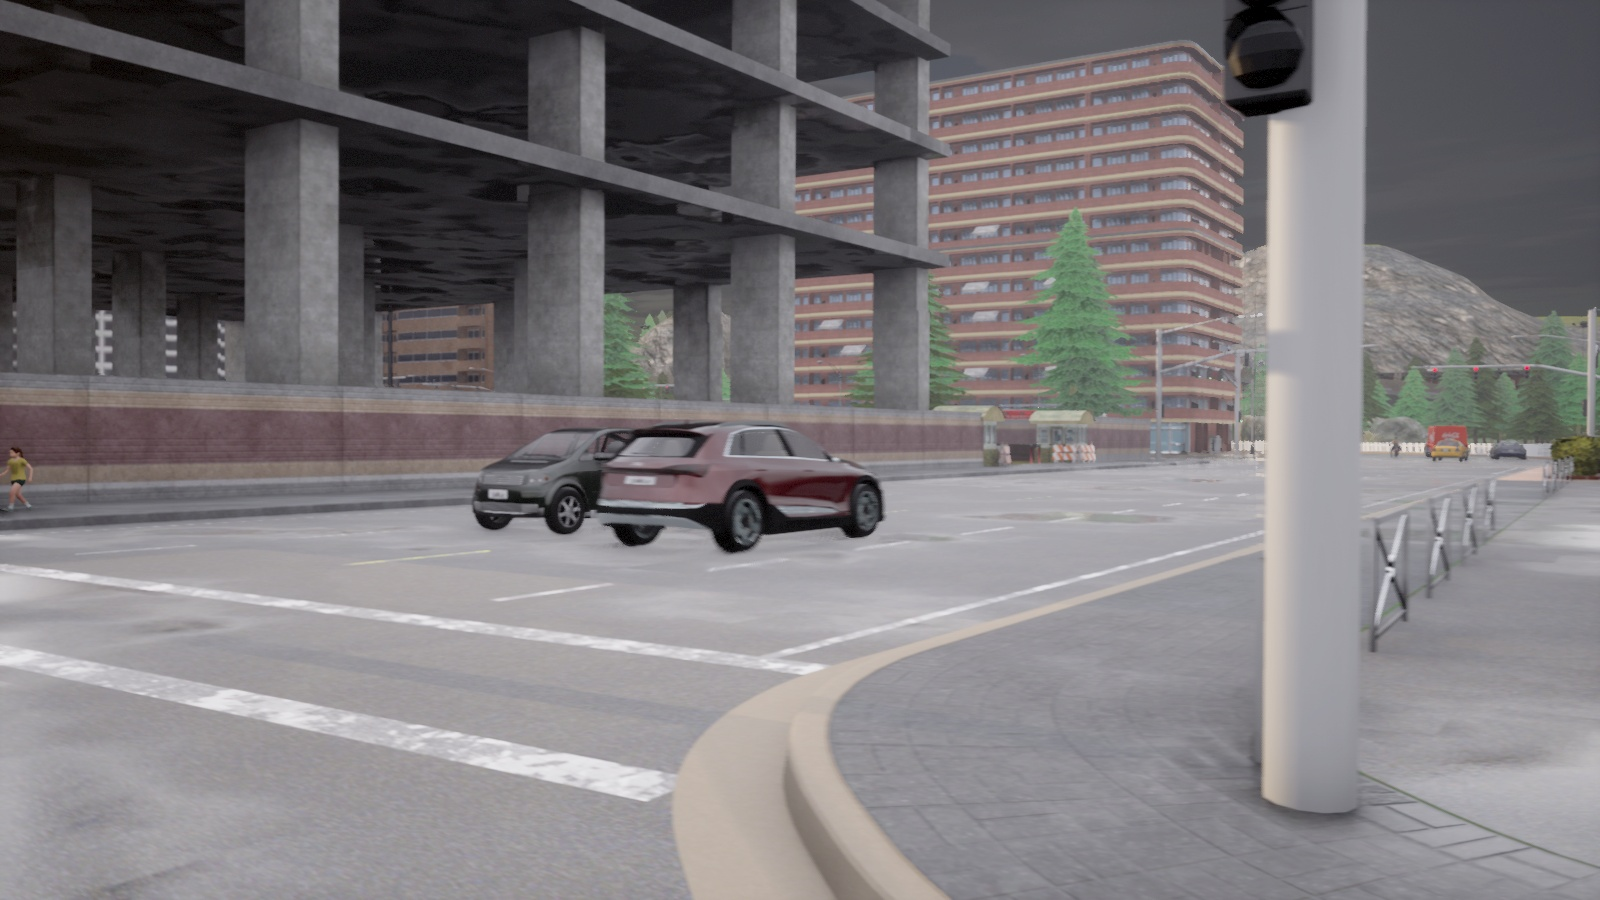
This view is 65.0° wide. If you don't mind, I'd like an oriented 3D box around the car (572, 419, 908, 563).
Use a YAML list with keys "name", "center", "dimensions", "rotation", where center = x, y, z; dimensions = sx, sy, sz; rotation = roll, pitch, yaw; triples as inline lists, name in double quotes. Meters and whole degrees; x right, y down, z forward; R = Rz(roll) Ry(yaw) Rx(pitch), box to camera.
- name: "car"
  center: [-0.609, 0.432, 16.937]
  dimensions: [2.033, 1.649, 4.856]
  rotation: [0, 1, 33]

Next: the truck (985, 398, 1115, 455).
- name: "truck"
  center: [17.523, -1.632, 88.263]
  dimensions: [8.468, 3.827, 2.891]
  rotation: [0, 1, 34]

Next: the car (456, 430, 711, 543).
- name: "car"
  center: [-3.224, 0.488, 19.328]
  dimensions: [1.789, 1.549, 3.705]
  rotation: [0, 1, 33]

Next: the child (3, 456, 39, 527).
- name: "child"
  center: [-12.439, 0.655, 20.045]
  dimensions: [0.255, 1.110, 0.394]
  rotation: [0, 1, 22]

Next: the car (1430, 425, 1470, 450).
- name: "car"
  center: [43.186, -0.833, 83.376]
  dimensions: [1.801, 1.575, 5.366]
  rotation: [0, 1, 33]
